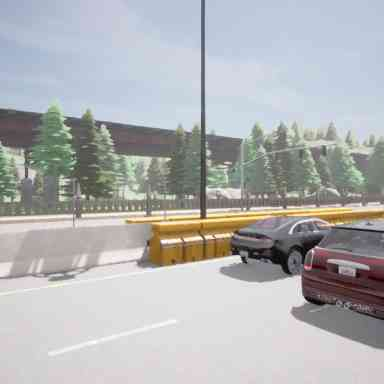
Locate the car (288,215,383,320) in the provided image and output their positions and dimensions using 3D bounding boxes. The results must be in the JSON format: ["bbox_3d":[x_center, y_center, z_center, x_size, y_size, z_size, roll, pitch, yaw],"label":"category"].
[{"bbox_3d":[4.343,1.352,6.845,4.553,1.767,2.097,0,0,-36],"label":"car"}]

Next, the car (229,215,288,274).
[{"bbox_3d":[3.385,1.488,10.458,4.902,1.511,2.128,0,0,-35],"label":"car"}]
